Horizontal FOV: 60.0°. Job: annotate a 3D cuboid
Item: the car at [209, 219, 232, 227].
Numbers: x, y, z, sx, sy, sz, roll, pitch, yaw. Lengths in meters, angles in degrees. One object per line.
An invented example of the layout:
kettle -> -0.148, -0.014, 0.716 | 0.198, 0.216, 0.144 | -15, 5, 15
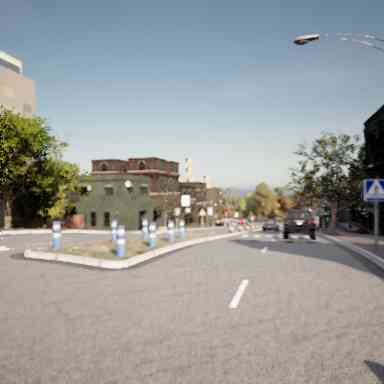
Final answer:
car -> 6.470, 7.681, 80.760 | 4.892, 1.521, 2.231 | 0, -5, -4

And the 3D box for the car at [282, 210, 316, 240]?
car -> 7.994, 2.436, 24.922 | 2.150, 2.045, 5.566 | -1, -5, 17

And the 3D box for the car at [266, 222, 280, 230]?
car -> 13.306, 5.571, 54.520 | 1.895, 1.301, 4.718 | -1, -5, 16

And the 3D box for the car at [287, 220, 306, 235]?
car -> 10.954, 3.698, 35.012 | 1.812, 1.442, 4.674 | -1, -5, 17

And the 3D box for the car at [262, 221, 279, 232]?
car -> 10.817, 4.717, 45.908 | 1.994, 1.385, 4.181 | -1, -5, 17

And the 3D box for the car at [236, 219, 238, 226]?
car -> 8.824, 8.491, 89.495 | 5.366, 1.575, 1.946 | 0, -5, -4

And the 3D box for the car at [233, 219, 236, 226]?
car -> 8.125, 8.253, 86.589 | 4.792, 1.488, 2.163 | 0, -5, -4
